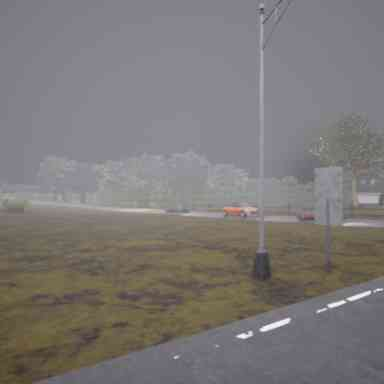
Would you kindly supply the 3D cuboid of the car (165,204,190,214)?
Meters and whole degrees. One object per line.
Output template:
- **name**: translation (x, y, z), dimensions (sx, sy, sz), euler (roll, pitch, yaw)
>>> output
- **car**: translation (-2.141, 2.475, 48.478), dimensions (1.994, 1.385, 4.181), euler (-1, -1, -35)

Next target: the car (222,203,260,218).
- **car**: translation (5.479, 1.989, 37.645), dimensions (2.097, 1.767, 4.553), euler (-1, -1, -35)

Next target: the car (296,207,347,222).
- **car**: translation (11.331, 1.962, 29.352), dimensions (1.994, 1.385, 4.181), euler (-1, -1, -35)
